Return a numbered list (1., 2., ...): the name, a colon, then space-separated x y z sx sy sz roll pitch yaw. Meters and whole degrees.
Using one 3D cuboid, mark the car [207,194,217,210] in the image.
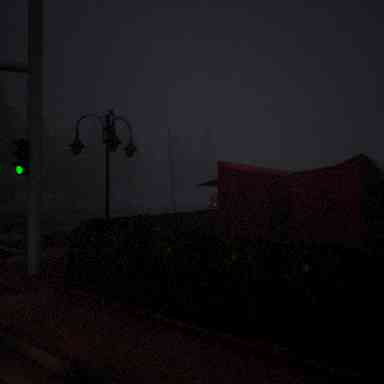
1. car: 3.528 1.148 29.408 2.150 2.045 5.566 1 0 36
